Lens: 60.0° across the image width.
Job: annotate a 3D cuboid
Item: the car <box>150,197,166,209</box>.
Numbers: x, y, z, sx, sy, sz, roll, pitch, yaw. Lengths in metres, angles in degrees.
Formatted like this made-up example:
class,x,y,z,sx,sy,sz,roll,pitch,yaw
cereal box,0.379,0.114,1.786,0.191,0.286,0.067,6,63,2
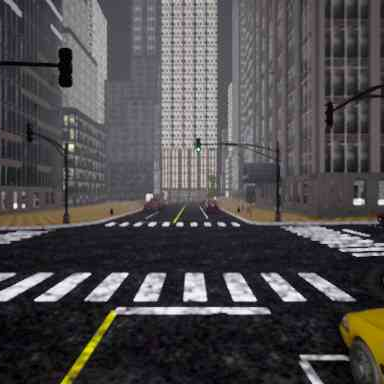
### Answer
class,x,y,z,sx,sy,sz,roll,pitch,yaw
car,-5.670,1.810,51.217,2.192,1.841,5.009,-1,-1,0

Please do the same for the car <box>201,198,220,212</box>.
class,x,y,z,sx,sy,sz,roll,pitch,yaw
car,2.707,1.882,45.650,1.967,1.590,4.097,-1,-1,0

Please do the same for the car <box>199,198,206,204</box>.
class,x,y,z,sx,sy,sz,roll,pitch,yaw
car,2.734,2.402,90.295,1.752,1.417,4.829,-1,-1,0

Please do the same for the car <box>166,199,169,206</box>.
class,x,y,z,sx,sy,sz,roll,pitch,yaw
car,-5.667,1.864,56.777,2.192,1.841,5.009,-1,-1,0

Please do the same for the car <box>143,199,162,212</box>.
class,x,y,z,sx,sy,sz,roll,pitch,yaw
car,-5.672,1.986,45.655,1.887,1.381,4.507,-1,-1,0

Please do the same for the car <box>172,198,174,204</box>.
class,x,y,z,sx,sy,sz,roll,pitch,yaw
car,-5.655,2.256,73.451,1.887,1.381,4.507,-1,-1,0

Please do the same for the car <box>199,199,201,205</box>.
class,x,y,z,sx,sy,sz,roll,pitch,yaw
car,2.729,2.349,79.005,1.802,1.307,4.206,-1,-1,0

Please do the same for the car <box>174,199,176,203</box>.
class,x,y,z,sx,sy,sz,roll,pitch,yaw
car,-5.649,2.402,84.569,1.802,1.307,4.206,-1,-1,0

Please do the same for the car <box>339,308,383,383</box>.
class,x,y,z,sx,sy,sz,roll,pitch,yaw
car,2.683,1.549,2.295,1.752,1.417,4.829,-1,-1,0

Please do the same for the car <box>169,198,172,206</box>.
class,x,y,z,sx,sy,sz,roll,pitch,yaw
car,-5.660,2.181,67.723,1.752,1.417,4.829,-1,-1,0

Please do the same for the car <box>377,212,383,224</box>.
class,x,y,z,sx,sy,sz,roll,pitch,yaw
car,14.264,1.466,21.245,4.507,1.381,1.887,-1,1,0
